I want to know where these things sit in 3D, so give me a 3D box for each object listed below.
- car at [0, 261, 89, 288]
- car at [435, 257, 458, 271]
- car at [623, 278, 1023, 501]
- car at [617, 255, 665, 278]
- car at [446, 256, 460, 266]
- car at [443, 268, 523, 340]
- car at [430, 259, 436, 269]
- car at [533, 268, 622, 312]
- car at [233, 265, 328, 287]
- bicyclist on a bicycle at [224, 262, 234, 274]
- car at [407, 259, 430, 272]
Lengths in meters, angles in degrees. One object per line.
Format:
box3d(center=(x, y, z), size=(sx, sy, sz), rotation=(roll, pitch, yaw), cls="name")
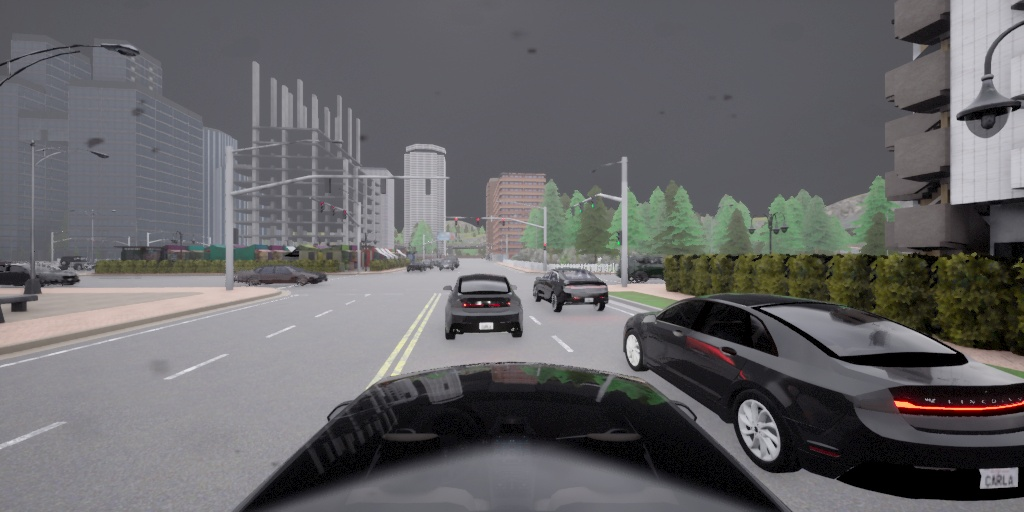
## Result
box3d(center=(-30.801, 1.254, 22.808), size=(4.892, 1.490, 1.837), rotation=(0, 0, -5), cls="car")
box3d(center=(-9.059, 1.242, 50.064), size=(2.128, 1.511, 4.902), rotation=(0, 0, -6), cls="car")
box3d(center=(3.113, 1.255, 4.844), size=(1.837, 1.490, 4.892), rotation=(0, 0, -4), cls="car")
box3d(center=(10.546, 0.971, 26.450), size=(5.566, 2.045, 2.150), rotation=(0, 0, -5), cls="car")
box3d(center=(-10.153, 0.971, 59.864), size=(2.150, 2.045, 5.566), rotation=(0, 0, -6), cls="car")
box3d(center=(-0.857, 1.255, 10.090), size=(1.837, 1.490, 4.892), rotation=(0, 0, -7), cls="car")
box3d(center=(-13.169, 1.255, 55.317), size=(1.837, 1.490, 4.892), rotation=(0, 0, -6), cls="car")
box3d(center=(2.140, 1.242, 14.205), size=(2.128, 1.511, 4.902), rotation=(0, 0, -9), cls="car")
box3d(center=(-15.469, 1.298, 24.158), size=(5.357, 1.411, 2.033), rotation=(0, 0, -5), cls="car")
box3d(center=(-29.516, 1.011, 37.408), size=(0.582, 1.620, 1.656), rotation=(0, 5, -5), cls="bicyclist on a bicycle")
box3d(center=(-12.195, 1.351, 46.078), size=(1.895, 1.301, 4.718), rotation=(0, 0, -4), cls="car")
